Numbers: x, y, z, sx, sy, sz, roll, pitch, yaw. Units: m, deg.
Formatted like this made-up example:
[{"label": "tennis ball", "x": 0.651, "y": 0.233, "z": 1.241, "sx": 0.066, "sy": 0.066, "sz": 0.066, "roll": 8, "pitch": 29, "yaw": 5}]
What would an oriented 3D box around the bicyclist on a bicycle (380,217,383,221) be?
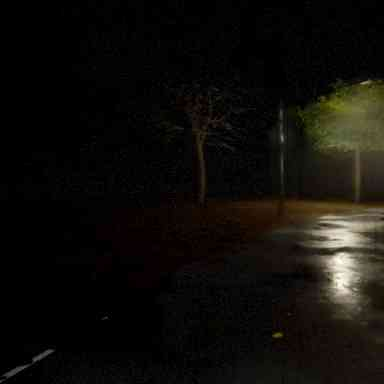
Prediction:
[{"label": "bicyclist on a bicycle", "x": 8.078, "y": 1.345, "z": 13.393, "sx": 0.866, "sy": 1.612, "sz": 1.509, "roll": -1, "pitch": 0, "yaw": 29}]
